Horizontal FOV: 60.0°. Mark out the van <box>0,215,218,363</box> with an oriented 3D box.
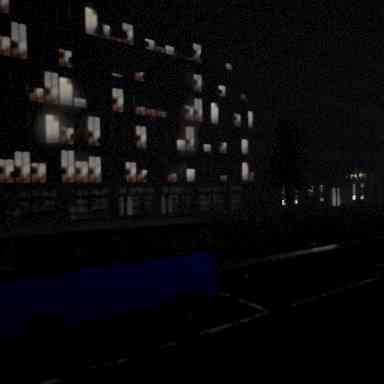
[{"bbox_3d":[-1.441,1.326,5.550,3.998,1.788,1.690,-1,-1,-36],"label":"van"}]
